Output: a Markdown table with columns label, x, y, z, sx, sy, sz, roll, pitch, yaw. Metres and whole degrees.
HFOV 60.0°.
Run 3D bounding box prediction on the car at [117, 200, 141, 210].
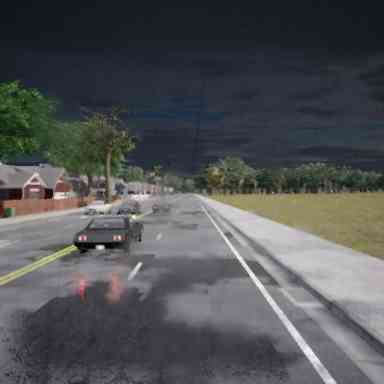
| label | x | y | z | sx | sy | sz | roll | pitch | yaw |
| --- | --- | --- | --- | --- | --- | --- | --- | --- | --- |
| car | -6.544 | 1.592 | 34.908 | 1.837 | 1.490 | 4.892 | 0 | 0 | 0 |

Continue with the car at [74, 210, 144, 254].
| label | x | y | z | sx | sy | sz | roll | pitch | yaw |
| --- | --- | --- | --- | --- | --- | --- | --- | --- | --- |
| car | -3.164 | 1.628 | 13.716 | 1.895 | 1.301 | 4.718 | 0 | 0 | 0 |

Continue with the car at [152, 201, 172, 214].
| label | x | y | z | sx | sy | sz | roll | pitch | yaw |
| --- | --- | --- | --- | --- | --- | --- | --- | --- | --- |
| car | -3.194 | 1.657 | 36.824 | 1.895 | 1.301 | 4.718 | 0 | 0 | 0 |

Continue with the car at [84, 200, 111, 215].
| label | x | y | z | sx | sy | sz | roll | pitch | yaw |
| --- | --- | --- | --- | --- | --- | --- | --- | --- | --- |
| car | -9.792 | 1.626 | 35.004 | 1.812 | 1.442 | 4.674 | 0 | 0 | 0 |
